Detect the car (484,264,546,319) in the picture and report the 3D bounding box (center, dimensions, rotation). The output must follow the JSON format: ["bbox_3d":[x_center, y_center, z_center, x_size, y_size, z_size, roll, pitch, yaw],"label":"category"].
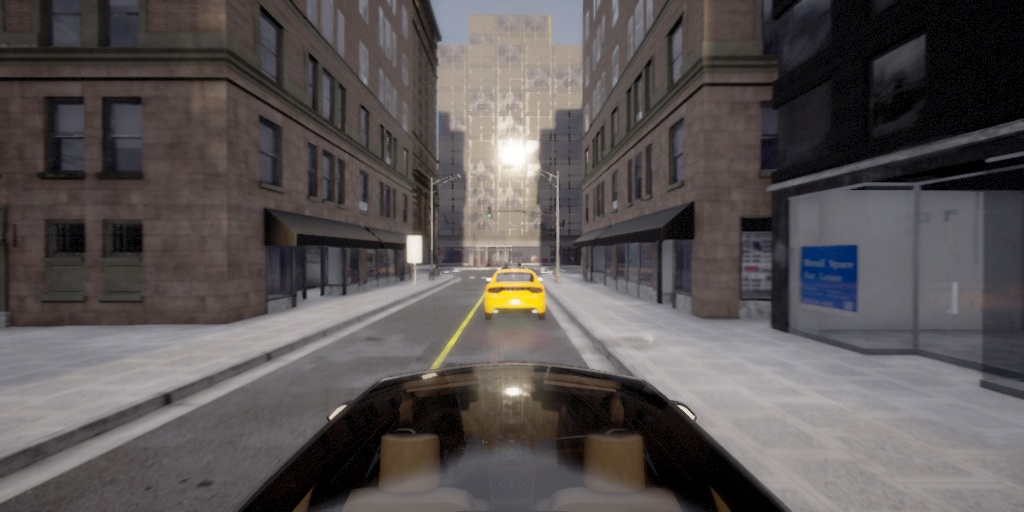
[{"bbox_3d":[0.098,1.196,12.674,1.882,1.535,5.008,0,-1,0],"label":"car"}]

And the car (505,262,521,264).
[{"bbox_3d":[0.067,1.196,27.139,1.812,1.442,4.674,0,0,-1],"label":"car"}]
